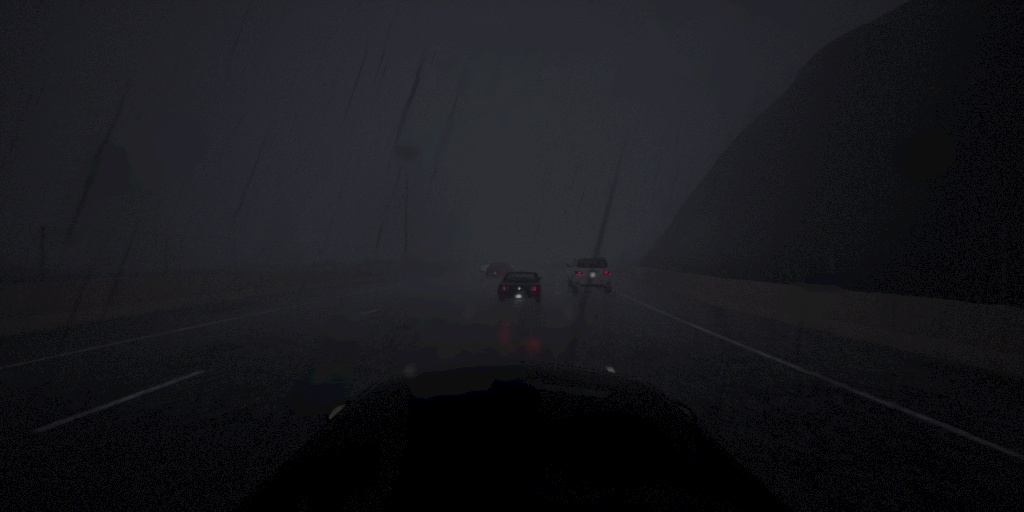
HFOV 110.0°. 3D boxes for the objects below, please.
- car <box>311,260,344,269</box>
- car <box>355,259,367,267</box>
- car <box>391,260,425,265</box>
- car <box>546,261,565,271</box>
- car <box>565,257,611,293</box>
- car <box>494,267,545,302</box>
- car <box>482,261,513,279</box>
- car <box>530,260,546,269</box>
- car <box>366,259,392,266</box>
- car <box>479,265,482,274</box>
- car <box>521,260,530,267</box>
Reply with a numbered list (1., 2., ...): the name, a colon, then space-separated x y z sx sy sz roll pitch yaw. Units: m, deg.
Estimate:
1. car: -23.518 1.175 45.800 1.994 1.385 4.181 1 0 12
2. car: -19.340 1.164 48.577 1.837 1.490 4.892 1 0 13
3. car: -12.819 1.212 45.697 2.128 1.511 4.902 1 0 13
4. car: 7.157 1.493 54.313 2.033 1.411 5.357 0 0 18
5. car: 4.572 1.066 21.687 2.150 2.045 5.566 0 0 6
6. car: 0.510 1.392 17.206 1.895 1.301 4.718 1 0 5
7. car: -1.007 1.289 32.572 1.882 1.535 5.008 0 0 10
8. car: 4.775 1.531 58.225 1.895 1.301 4.718 1 0 18
9. car: -16.245 1.191 46.406 1.837 1.490 4.892 1 0 13
10. car: -2.560 1.346 43.061 1.812 1.442 4.674 0 0 13
11. car: 3.084 1.404 63.670 1.882 1.535 5.008 0 0 19
